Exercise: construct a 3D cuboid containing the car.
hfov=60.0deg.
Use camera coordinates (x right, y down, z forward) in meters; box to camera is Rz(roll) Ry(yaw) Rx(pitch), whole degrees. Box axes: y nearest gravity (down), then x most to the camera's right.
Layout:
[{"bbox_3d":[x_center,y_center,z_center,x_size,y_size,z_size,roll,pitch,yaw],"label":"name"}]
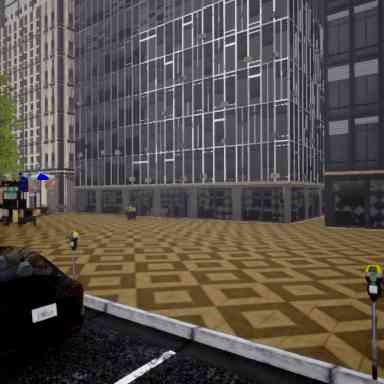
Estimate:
[{"bbox_3d":[-3.557,1.566,5.423,4.313,1.339,1.947,0,0,36],"label":"car"}]
